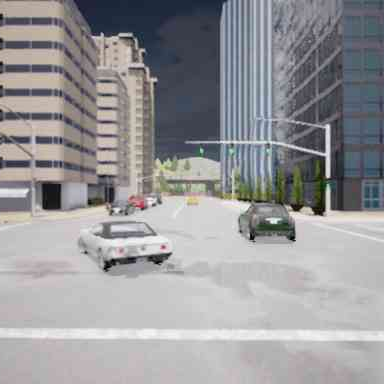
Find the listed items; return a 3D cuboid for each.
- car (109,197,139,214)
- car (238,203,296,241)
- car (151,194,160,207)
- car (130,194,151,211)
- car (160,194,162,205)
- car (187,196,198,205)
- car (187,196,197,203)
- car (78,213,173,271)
[{"bbox_3d":[-7.101,1.570,33.857,2.128,1.511,4.902,0,0,0],"label":"car"},{"bbox_3d":[3.593,1.346,16.718,2.097,1.767,4.553,0,0,0],"label":"car"},{"bbox_3d":[-7.044,1.347,53.906,2.150,2.045,5.566,0,0,1],"label":"car"},{"bbox_3d":[-7.095,1.323,43.430,2.150,2.045,5.566,0,0,0],"label":"car"},{"bbox_3d":[-7.006,1.371,64.594,2.150,2.045,5.566,0,0,0],"label":"car"},{"bbox_3d":[0.094,1.621,62.122,1.882,1.535,5.008,0,0,0],"label":"car"},{"bbox_3d":[-0.007,1.715,75.596,2.033,1.411,5.357,0,0,0],"label":"car"},{"bbox_3d":[-2.459,1.602,11.121,1.895,1.301,4.718,0,0,-29],"label":"car"}]
